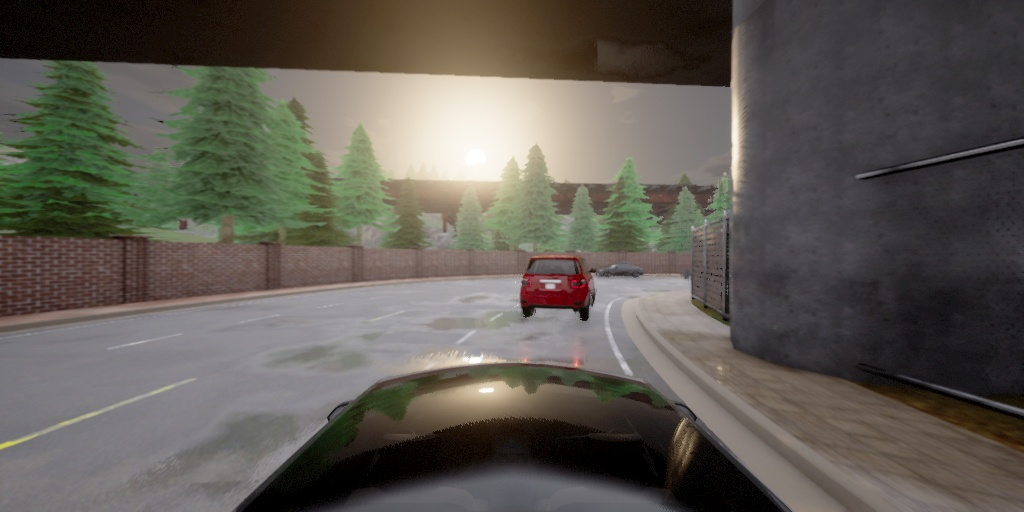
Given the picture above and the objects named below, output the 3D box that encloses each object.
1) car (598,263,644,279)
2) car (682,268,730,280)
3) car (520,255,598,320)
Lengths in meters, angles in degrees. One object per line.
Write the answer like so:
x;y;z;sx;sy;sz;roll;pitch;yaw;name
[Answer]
10.036;1.379;33.793;4.674;1.442;1.812;0;0;-9;car
17.301;1.433;31.235;4.674;1.442;1.812;0;0;-6;car
1.835;0.995;13.144;2.150;2.045;5.566;0;0;15;car
